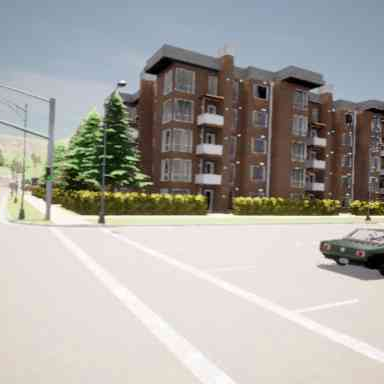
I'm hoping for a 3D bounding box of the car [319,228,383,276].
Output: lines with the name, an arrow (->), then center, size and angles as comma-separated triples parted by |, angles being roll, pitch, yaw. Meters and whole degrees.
car -> 6.614, 1.881, 11.075 | 4.718, 1.301, 1.895 | 2, 0, -26
